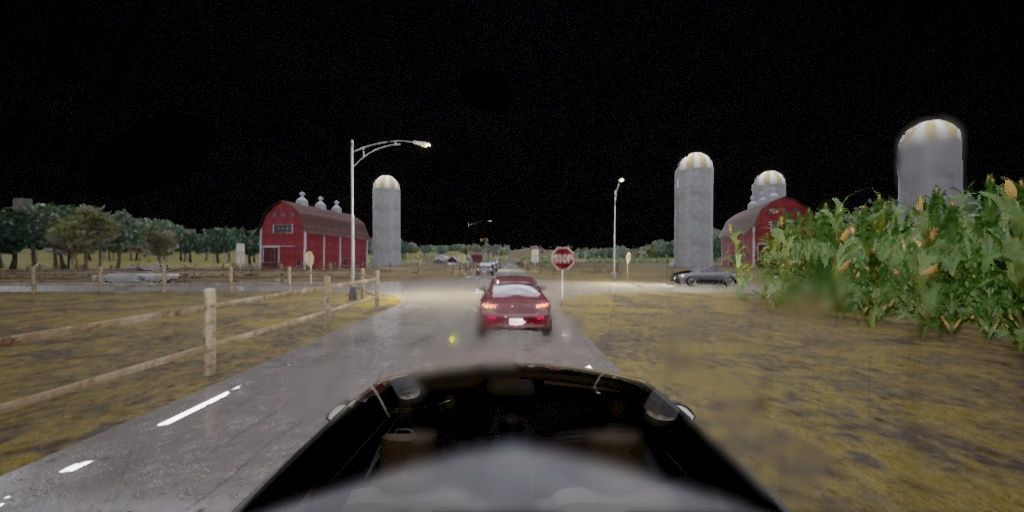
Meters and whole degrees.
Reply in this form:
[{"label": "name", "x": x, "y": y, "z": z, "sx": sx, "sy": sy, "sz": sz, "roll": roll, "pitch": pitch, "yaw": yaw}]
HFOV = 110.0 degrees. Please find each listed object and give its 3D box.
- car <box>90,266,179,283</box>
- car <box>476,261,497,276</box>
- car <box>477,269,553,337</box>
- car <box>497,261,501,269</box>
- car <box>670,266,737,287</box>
[{"label": "car", "x": -27.053, "y": 1.389, "z": 25.783, "sx": 4.718, "sy": 1.301, "sz": 1.895, "roll": 0, "pitch": 1, "yaw": 0}, {"label": "car", "x": -2.904, "y": 1.398, "z": 39.756, "sx": 1.812, "sy": 1.442, "sz": 4.674, "roll": 0, "pitch": 0, "yaw": 0}, {"label": "car", "x": 0.037, "y": 1.275, "z": 10.146, "sx": 1.812, "sy": 1.442, "sz": 4.674, "roll": 0, "pitch": 0, "yaw": -2}, {"label": "car", "x": -2.921, "y": 1.456, "z": 49.842, "sx": 1.812, "sy": 1.442, "sz": 4.674, "roll": 0, "pitch": 0, "yaw": 0}, {"label": "car", "x": 13.654, "y": 1.423, "z": 25.677, "sx": 4.181, "sy": 1.385, "sz": 1.994, "roll": 0, "pitch": 1, "yaw": 0}]
